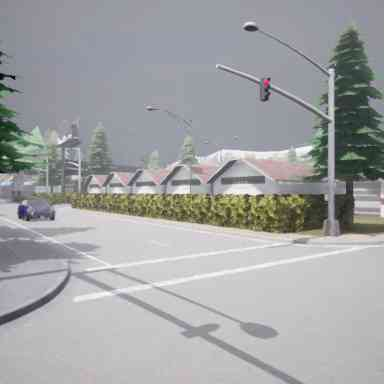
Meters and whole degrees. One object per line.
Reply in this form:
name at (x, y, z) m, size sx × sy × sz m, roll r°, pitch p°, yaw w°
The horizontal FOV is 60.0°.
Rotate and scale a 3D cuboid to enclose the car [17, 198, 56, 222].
car at (-12.429, 1.312, 26.492) m, size 2.097 × 1.767 × 4.553 m, roll 0°, pitch 0°, yaw -37°
